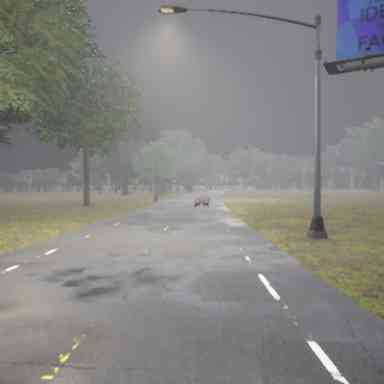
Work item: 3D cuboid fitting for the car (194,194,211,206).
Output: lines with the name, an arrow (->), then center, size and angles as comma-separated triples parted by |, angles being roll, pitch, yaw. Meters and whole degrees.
car -> 1.347, 1.221, 44.501 | 1.895, 1.301, 4.718 | 0, 1, 3

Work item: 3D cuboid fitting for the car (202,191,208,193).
car -> 2.184, 0.975, 57.847 | 1.994, 1.385, 4.181 | 0, 1, 4
